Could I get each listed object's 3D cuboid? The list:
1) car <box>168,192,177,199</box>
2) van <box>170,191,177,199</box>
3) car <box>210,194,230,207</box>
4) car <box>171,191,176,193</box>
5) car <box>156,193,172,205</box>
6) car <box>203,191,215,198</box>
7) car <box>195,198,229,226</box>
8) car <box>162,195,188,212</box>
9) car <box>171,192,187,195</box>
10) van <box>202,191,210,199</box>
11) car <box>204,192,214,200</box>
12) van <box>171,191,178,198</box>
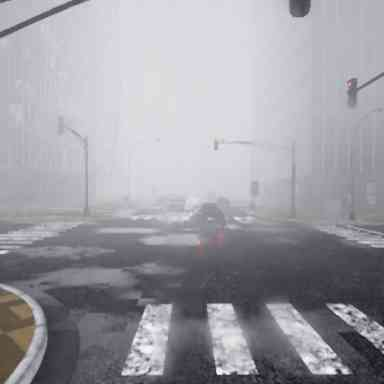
[{"bbox_3d":[-4.420,0.843,75.620,1.967,1.590,4.097,0,1,0],"label":"car"},{"bbox_3d":[-4.464,0.695,81.146,1.690,1.788,3.998,0,1,0],"label":"van"},{"bbox_3d":[3.771,1.250,42.521,1.947,1.339,4.313,0,0,0],"label":"car"},{"bbox_3d":[-4.333,1.066,64.566,1.947,1.339,4.313,0,0,0],"label":"car"},{"bbox_3d":[-4.202,1.222,47.985,1.802,1.307,4.206,0,0,0],"label":"car"},{"bbox_3d":[3.547,0.814,64.626,2.192,1.841,5.009,0,1,0],"label":"car"},{"bbox_3d":[1.171,1.379,21.763,1.812,1.442,4.674,0,0,2],"label":"car"},{"bbox_3d":[-1.631,1.294,34.909,2.033,1.411,5.357,0,0,0],"label":"car"},{"bbox_3d":[-1.743,1.164,50.828,2.033,1.411,5.357,0,0,0],"label":"car"},{"bbox_3d":[3.416,0.694,81.208,1.690,1.788,3.998,0,1,0],"label":"van"},{"bbox_3d":[3.504,0.890,70.155,1.967,1.590,4.097,0,1,0],"label":"car"},{"bbox_3d":[-4.507,0.647,86.674,1.690,1.788,3.998,0,1,0],"label":"van"}]
